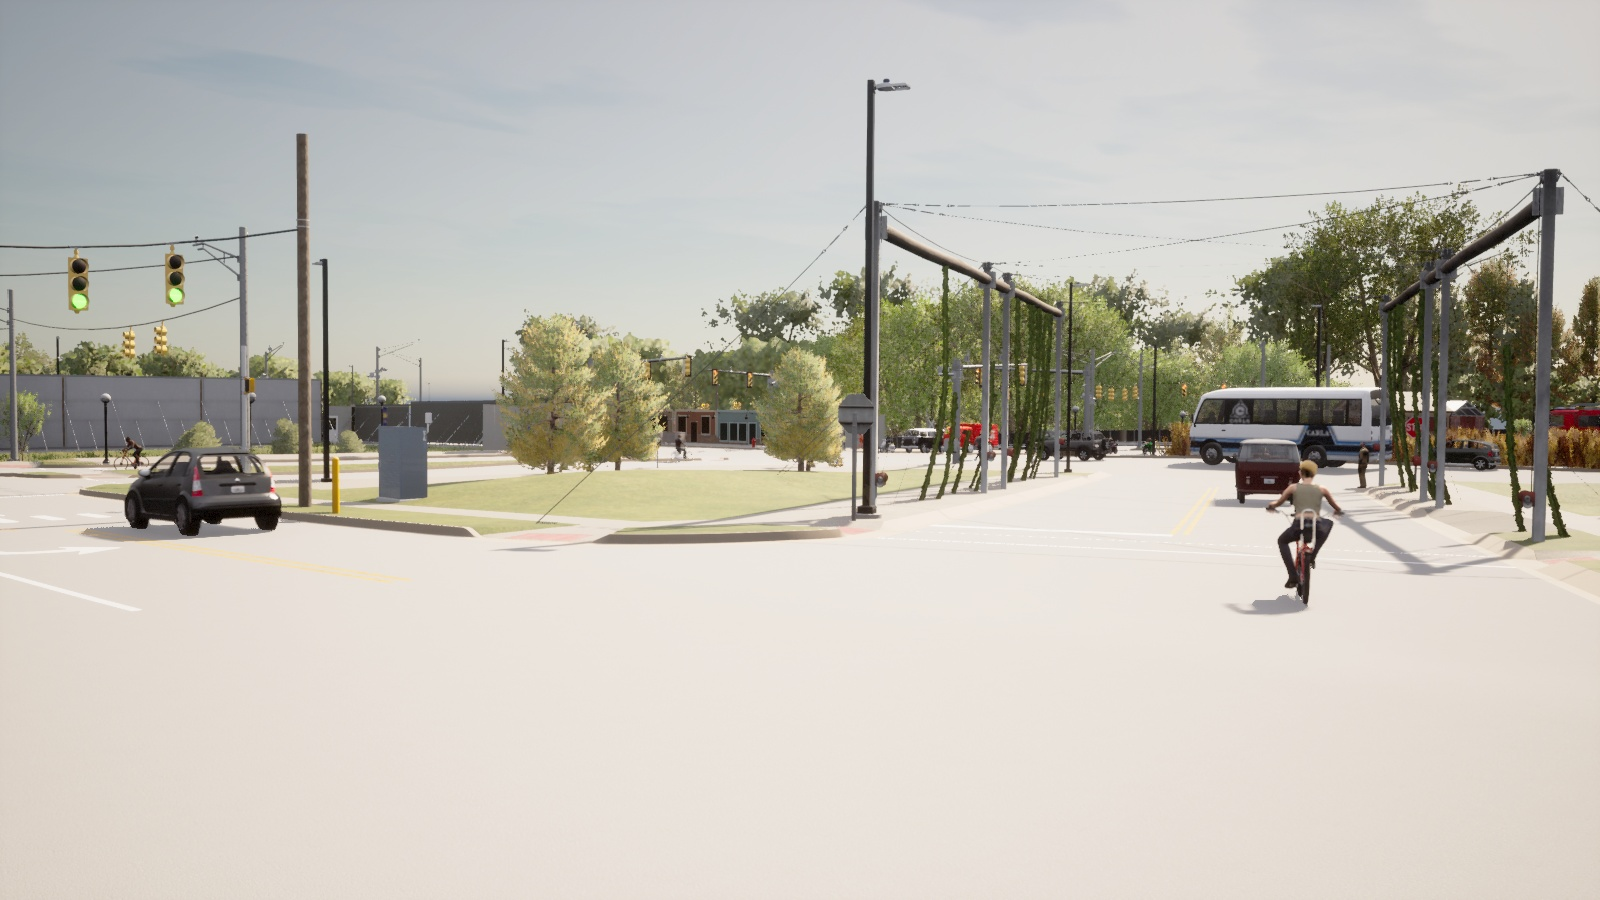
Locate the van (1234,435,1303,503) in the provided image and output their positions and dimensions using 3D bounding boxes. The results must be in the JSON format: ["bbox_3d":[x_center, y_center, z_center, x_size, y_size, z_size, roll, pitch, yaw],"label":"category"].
[{"bbox_3d":[14.492,0.522,39.043,1.775,1.987,4.442,1,1,18],"label":"van"}]

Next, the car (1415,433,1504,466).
[{"bbox_3d":[34.010,-0.041,64.822,3.705,1.549,1.789,2,3,44],"label":"car"}]

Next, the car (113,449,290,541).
[{"bbox_3d":[-11.880,0.810,24.808,3.988,1.617,1.851,0,2,44],"label":"car"}]

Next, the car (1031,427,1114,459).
[{"bbox_3d":[16.627,-0.407,76.758,4.605,1.855,1.932,0,2,44],"label":"car"}]

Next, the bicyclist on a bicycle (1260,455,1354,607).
[{"bbox_3d":[5.790,0.875,14.418,0.866,1.612,1.509,2,1,18],"label":"bicyclist on a bicycle"}]

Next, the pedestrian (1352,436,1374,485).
[{"bbox_3d":[22.365,0.416,49.881,0.396,1.930,0.692,-1,3,-28],"label":"pedestrian"}]

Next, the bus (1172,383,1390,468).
[{"bbox_3d":[25.761,-1.439,67.763,10.273,4.253,3.944,2,4,44],"label":"bus"}]

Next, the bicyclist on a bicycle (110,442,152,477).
[{"bbox_3d":[-31.950,0.447,60.015,0.582,1.620,1.656,1,2,39],"label":"bicyclist on a bicycle"}]
